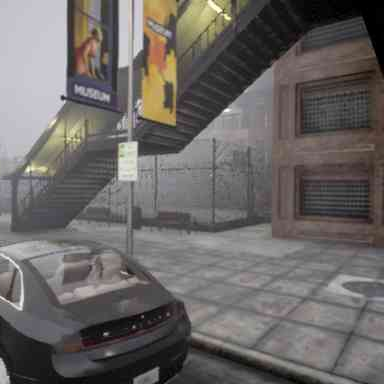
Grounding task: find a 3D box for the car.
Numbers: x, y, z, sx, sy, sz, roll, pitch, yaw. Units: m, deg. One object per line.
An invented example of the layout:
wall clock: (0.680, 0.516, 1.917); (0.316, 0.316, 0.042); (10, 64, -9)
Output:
car: (-2.133, 1.425, 4.760); (4.892, 1.521, 2.231); (1, 1, 45)
